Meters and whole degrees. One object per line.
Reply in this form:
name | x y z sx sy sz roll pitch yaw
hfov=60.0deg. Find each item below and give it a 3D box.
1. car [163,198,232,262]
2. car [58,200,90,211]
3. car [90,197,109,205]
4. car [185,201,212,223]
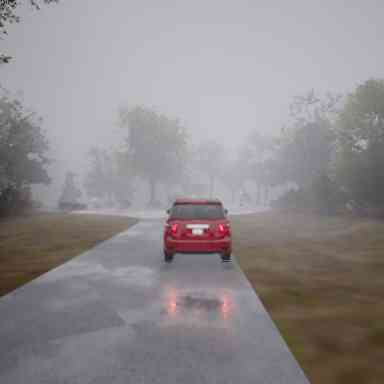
car | 0.186 1.243 12.398 2.150 2.045 5.566 0 0 0
car | -15.269 1.661 42.487 1.895 1.301 4.718 0 0 -43
car | -16.970 1.611 59.627 1.812 1.442 4.674 0 0 34
car | 0.639 1.519 26.744 1.882 1.535 5.008 0 0 5
